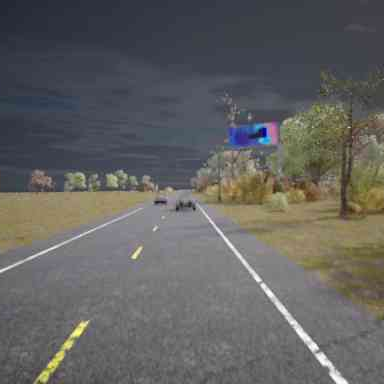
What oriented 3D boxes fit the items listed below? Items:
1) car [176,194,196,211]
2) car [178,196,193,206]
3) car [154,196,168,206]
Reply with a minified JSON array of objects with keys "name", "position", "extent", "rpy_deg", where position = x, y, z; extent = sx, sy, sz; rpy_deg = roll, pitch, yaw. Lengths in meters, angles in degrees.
[{"name":"car","position":[-0.672,1.033,35.983],"extent":[2.097,1.767,4.553],"rpy_deg":[-1,1,-1]},{"name":"car","position":[-0.881,1.194,45.851],"extent":[1.895,1.301,4.718],"rpy_deg":[-1,1,-1]},{"name":"car","position":[-4.474,1.278,48.164],"extent":[1.895,1.301,4.718],"rpy_deg":[-1,1,-1]}]
